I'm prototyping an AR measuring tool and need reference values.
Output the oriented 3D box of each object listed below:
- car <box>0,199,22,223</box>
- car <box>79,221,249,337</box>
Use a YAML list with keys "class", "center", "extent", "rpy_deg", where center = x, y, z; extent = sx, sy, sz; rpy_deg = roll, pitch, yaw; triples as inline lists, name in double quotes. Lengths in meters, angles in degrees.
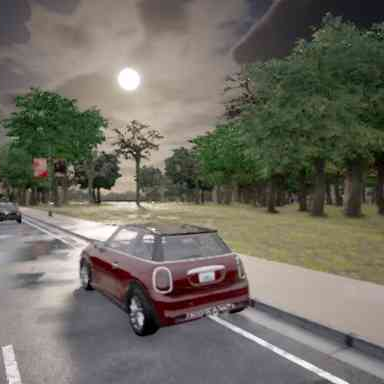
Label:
- class: "car"
  center: [-15.733, 1.709, 28.078]
  extent: [2.097, 1.767, 4.553]
  rpy_deg: [0, -1, -33]
- class: "car"
  center: [-0.911, 1.423, 7.205]
  extent: [2.097, 1.767, 4.553]
  rpy_deg: [0, -1, -33]
